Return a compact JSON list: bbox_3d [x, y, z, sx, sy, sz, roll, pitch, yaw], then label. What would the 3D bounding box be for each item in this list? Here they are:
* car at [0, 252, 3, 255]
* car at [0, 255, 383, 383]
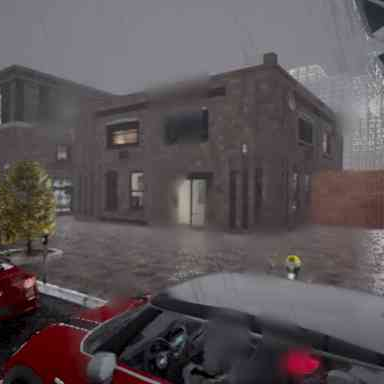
[{"bbox_3d":[-4.437,1.585,6.032,4.206,1.307,1.802,0,1,36],"label":"car"},{"bbox_3d":[0.194,1.441,2.750,4.097,1.590,1.967,0,1,36],"label":"car"}]
